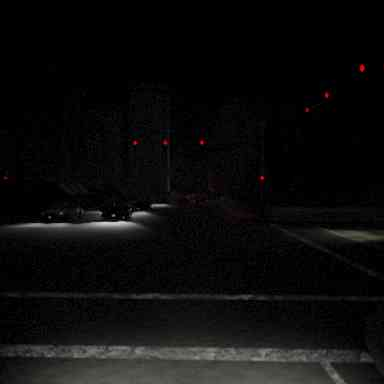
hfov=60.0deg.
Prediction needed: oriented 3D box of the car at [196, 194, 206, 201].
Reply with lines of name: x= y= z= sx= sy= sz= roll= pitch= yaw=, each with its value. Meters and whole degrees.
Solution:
car: x=1.951 y=1.285 z=74.744 sx=2.128 sy=1.511 sz=4.902 roll=0 pitch=0 yaw=1

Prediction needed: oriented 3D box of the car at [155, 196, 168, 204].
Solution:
car: x=-5.481 y=1.439 z=60.016 sx=2.128 sy=1.511 sz=4.902 roll=0 pitch=0 yaw=2

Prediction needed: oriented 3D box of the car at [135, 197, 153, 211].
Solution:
car: x=-6.014 y=1.565 z=39.480 sx=1.895 sy=1.301 sz=4.718 roll=0 pitch=0 yaw=1

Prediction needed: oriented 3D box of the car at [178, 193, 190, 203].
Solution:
car: x=-1.759 y=1.504 z=66.240 sx=1.994 sy=1.385 sz=4.181 roll=0 pitch=0 yaw=1

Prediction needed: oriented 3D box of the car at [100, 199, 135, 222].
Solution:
car: x=-5.917 y=1.540 z=26.372 sx=1.994 sy=1.385 sz=4.181 roll=0 pitch=0 yaw=-5

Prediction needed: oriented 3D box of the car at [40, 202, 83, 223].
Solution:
car: x=-9.898 y=1.502 z=25.646 sx=1.812 sy=1.442 sz=4.674 roll=0 pitch=0 yaw=2

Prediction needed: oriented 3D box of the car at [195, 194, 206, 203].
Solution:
car: x=1.725 y=1.446 z=65.528 sx=1.837 sy=1.490 sz=4.892 roll=0 pitch=0 yaw=1

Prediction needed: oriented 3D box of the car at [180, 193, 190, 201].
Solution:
car: x=-1.549 y=1.115 z=74.800 sx=2.097 sy=1.767 sz=4.553 roll=0 pitch=0 yaw=1
